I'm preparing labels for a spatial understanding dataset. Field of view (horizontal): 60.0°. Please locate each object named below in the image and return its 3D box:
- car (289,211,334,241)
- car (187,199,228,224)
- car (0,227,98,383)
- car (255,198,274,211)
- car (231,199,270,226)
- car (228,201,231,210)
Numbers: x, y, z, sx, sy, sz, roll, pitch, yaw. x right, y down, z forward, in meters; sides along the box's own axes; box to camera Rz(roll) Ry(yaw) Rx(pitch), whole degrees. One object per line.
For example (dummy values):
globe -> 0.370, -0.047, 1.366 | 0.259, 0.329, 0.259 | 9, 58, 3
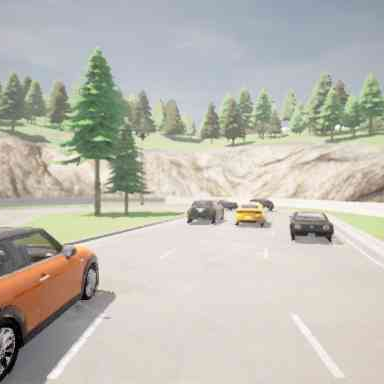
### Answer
car -> 5.947, 1.615, 16.952 | 1.895, 1.301, 4.718 | 0, 0, 16
car -> 1.147, 1.372, 25.591 | 2.097, 1.767, 4.553 | 0, 0, 15
car -> -3.179, 1.355, 5.544 | 2.097, 1.767, 4.553 | 0, 0, 2
car -> 7.915, 1.534, 40.475 | 1.837, 1.490, 4.892 | 1, -2, -25
car -> 4.263, 1.497, 23.701 | 1.882, 1.535, 5.008 | 0, 0, 16
car -> 3.237, 1.579, 42.025 | 2.033, 1.411, 5.357 | 0, 0, -43
